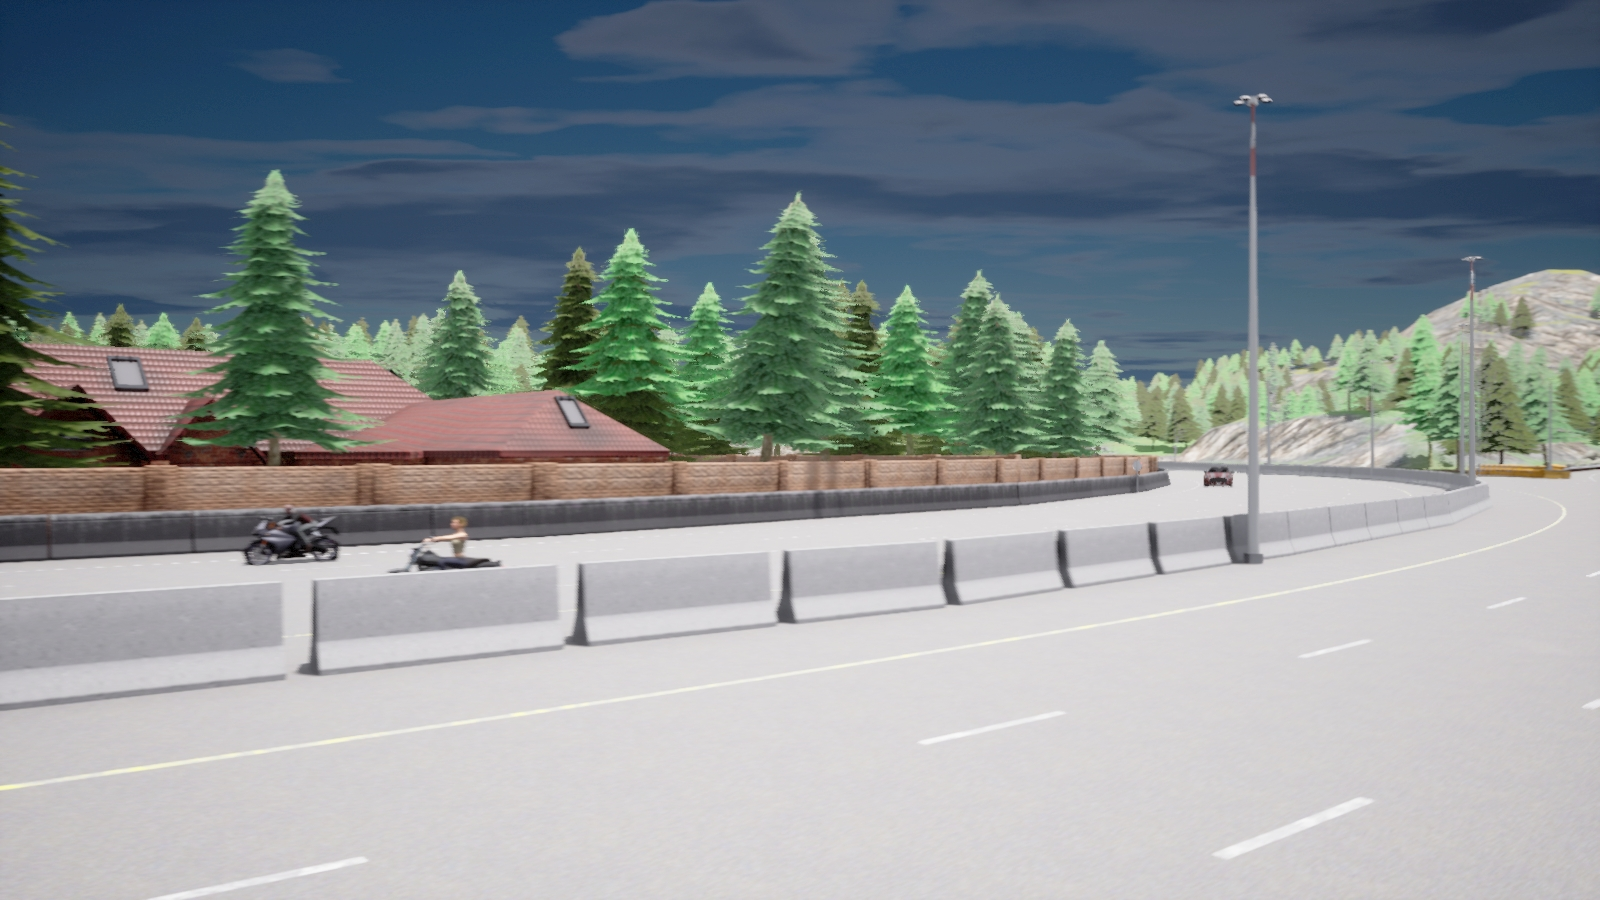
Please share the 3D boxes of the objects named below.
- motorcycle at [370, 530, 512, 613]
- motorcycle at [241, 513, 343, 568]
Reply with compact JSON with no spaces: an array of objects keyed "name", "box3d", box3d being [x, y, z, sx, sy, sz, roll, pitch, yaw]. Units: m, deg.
[{"name":"motorcycle","box3d":[-6.549,2.186,20.897,2.356,1.325,0.764,0,-2,-31]},{"name":"motorcycle","box3d":[-12.802,2.264,28.809,2.209,1.251,0.867,0,-1,-37]}]
